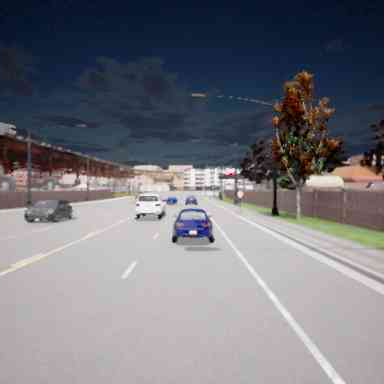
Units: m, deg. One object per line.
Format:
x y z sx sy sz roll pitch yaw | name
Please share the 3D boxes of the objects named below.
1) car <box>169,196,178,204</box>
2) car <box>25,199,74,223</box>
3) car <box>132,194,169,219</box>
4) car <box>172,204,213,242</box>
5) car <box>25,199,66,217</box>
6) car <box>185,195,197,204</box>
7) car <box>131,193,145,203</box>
-3.616 1.467 61.224 1.882 1.535 5.008 0 0 0 | car
-10.668 1.328 25.172 2.097 1.767 4.553 0 0 0 | car
-3.505 1.211 28.846 2.150 2.045 5.566 0 0 0 | car
0.038 1.525 16.219 1.812 1.442 4.674 0 0 0 | car
-14.104 1.447 32.363 1.882 1.535 5.008 0 0 -1 | car
-0.112 1.349 59.805 2.097 1.767 4.553 0 0 0 | car
-10.735 1.151 66.554 2.097 1.767 4.553 0 0 0 | car
